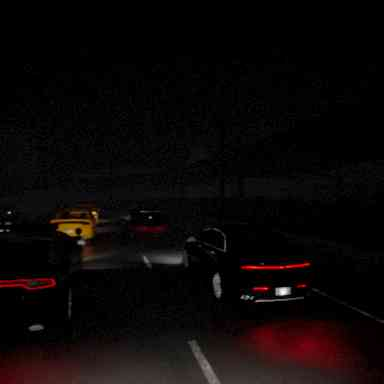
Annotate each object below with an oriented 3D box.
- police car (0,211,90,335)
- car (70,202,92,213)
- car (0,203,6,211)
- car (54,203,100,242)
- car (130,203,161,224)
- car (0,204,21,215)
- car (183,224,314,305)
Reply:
[{"bbox_3d":[-3.367,1.442,6.990,1.930,1.638,5.238,1,0,-14],"label":"police car"},{"bbox_3d":[-14.277,1.951,42.706,1.994,1.385,4.181,1,-2,-29],"label":"car"},{"bbox_3d":[-36.182,2.847,61.630,1.812,1.442,4.674,2,-3,-43],"label":"car"},{"bbox_3d":[-5.763,1.534,16.588,1.882,1.535,5.008,1,0,-14],"label":"car"},{"bbox_3d":[-3.741,1.636,26.269,2.128,1.511,4.902,1,0,-18],"label":"car"},{"bbox_3d":[-15.203,1.638,26.917,1.895,1.301,4.718,1,-1,-20],"label":"car"},{"bbox_3d":[1.073,1.569,8.400,1.837,1.490,4.892,1,0,-14],"label":"car"}]
